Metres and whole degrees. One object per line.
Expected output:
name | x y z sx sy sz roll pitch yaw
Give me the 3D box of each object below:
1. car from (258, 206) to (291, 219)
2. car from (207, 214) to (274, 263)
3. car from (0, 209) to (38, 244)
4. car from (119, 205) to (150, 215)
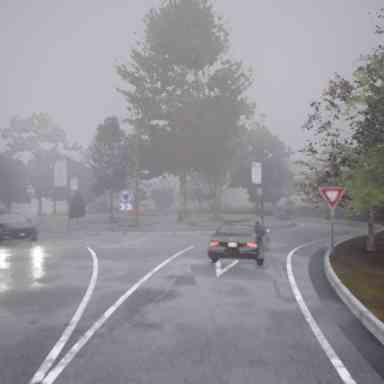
car | 10.644 2.628 43.338 2.128 1.511 4.902 1 -2 -29
car | 1.938 1.770 12.851 2.033 1.411 5.357 -1 -2 16
car | -9.985 1.859 18.043 1.882 1.535 5.008 2 -3 -43
car | -8.627 2.535 50.176 4.553 1.767 2.097 1 -2 -15
